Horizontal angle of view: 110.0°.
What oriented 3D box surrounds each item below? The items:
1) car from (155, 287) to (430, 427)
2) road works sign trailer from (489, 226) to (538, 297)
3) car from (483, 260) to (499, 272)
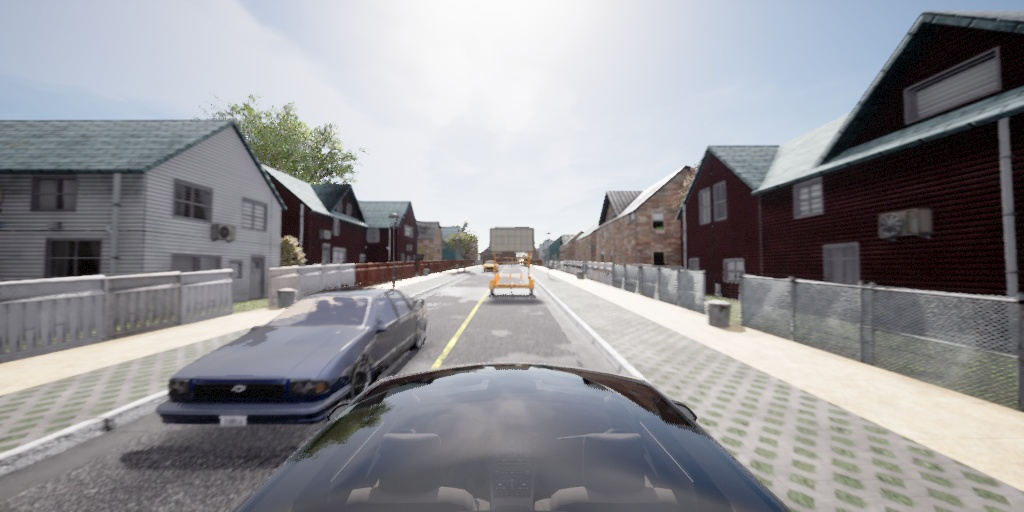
[{"bbox_3d":[-2.847,1.294,6.324,2.033,1.411,5.357,0,0,0],"label":"car"},{"bbox_3d":[0.001,0.219,19.052,2.380,3.560,2.880,0,0,1],"label":"road works sign trailer"},{"bbox_3d":[-2.817,1.347,48.191,1.882,1.535,5.008,0,0,0],"label":"car"}]
